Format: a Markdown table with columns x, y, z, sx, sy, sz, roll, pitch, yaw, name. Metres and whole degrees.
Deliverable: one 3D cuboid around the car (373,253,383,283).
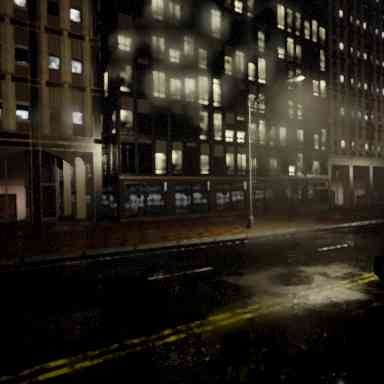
| x | y | z | sx | sy | sz | roll | pitch | yaw | name |
| --- | --- | --- | --- | --- | --- | --- | --- | --- | --- |
| 6.314 | 1.572 | 7.759 | 4.718 | 1.301 | 1.895 | 0 | 0 | -35 | car |
